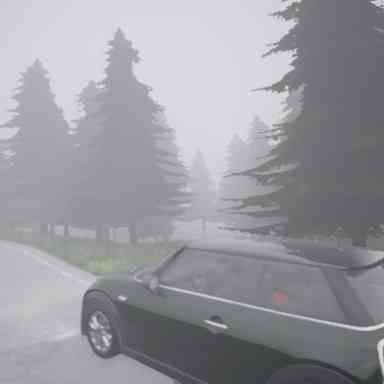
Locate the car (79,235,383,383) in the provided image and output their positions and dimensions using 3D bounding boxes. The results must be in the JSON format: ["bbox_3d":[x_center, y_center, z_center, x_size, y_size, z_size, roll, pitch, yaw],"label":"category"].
[{"bbox_3d":[0.463,1.371,4.405,4.553,1.767,2.097,0,0,40],"label":"car"}]
